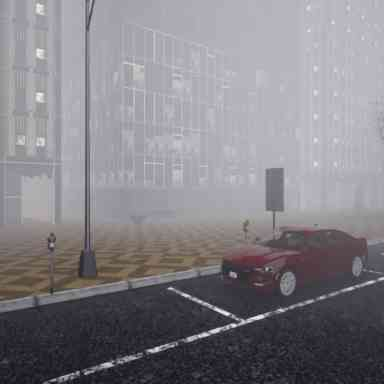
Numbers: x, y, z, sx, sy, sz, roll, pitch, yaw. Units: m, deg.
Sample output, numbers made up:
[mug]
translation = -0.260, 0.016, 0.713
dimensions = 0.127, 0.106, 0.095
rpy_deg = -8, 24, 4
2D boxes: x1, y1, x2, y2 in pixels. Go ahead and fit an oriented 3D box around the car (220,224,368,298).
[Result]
[car]
translation = 2.719, 1.545, 8.501
dimensions = 4.507, 1.381, 1.887
rpy_deg = 0, 0, -36
